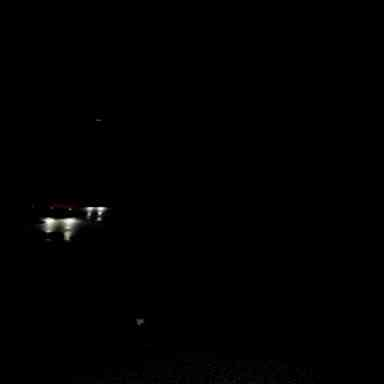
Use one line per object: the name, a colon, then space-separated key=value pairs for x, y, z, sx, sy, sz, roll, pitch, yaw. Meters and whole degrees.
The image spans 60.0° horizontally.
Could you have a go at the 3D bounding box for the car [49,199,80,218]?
car: x=-11.558 y=1.389 z=30.423 sx=1.882 sy=1.535 sz=5.008 roll=4 pitch=-2 yaw=-9

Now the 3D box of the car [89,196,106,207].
car: x=-13.912 y=1.447 z=49.224 sx=1.837 sy=1.490 sz=4.892 roll=2 pitch=-1 yaw=-5
